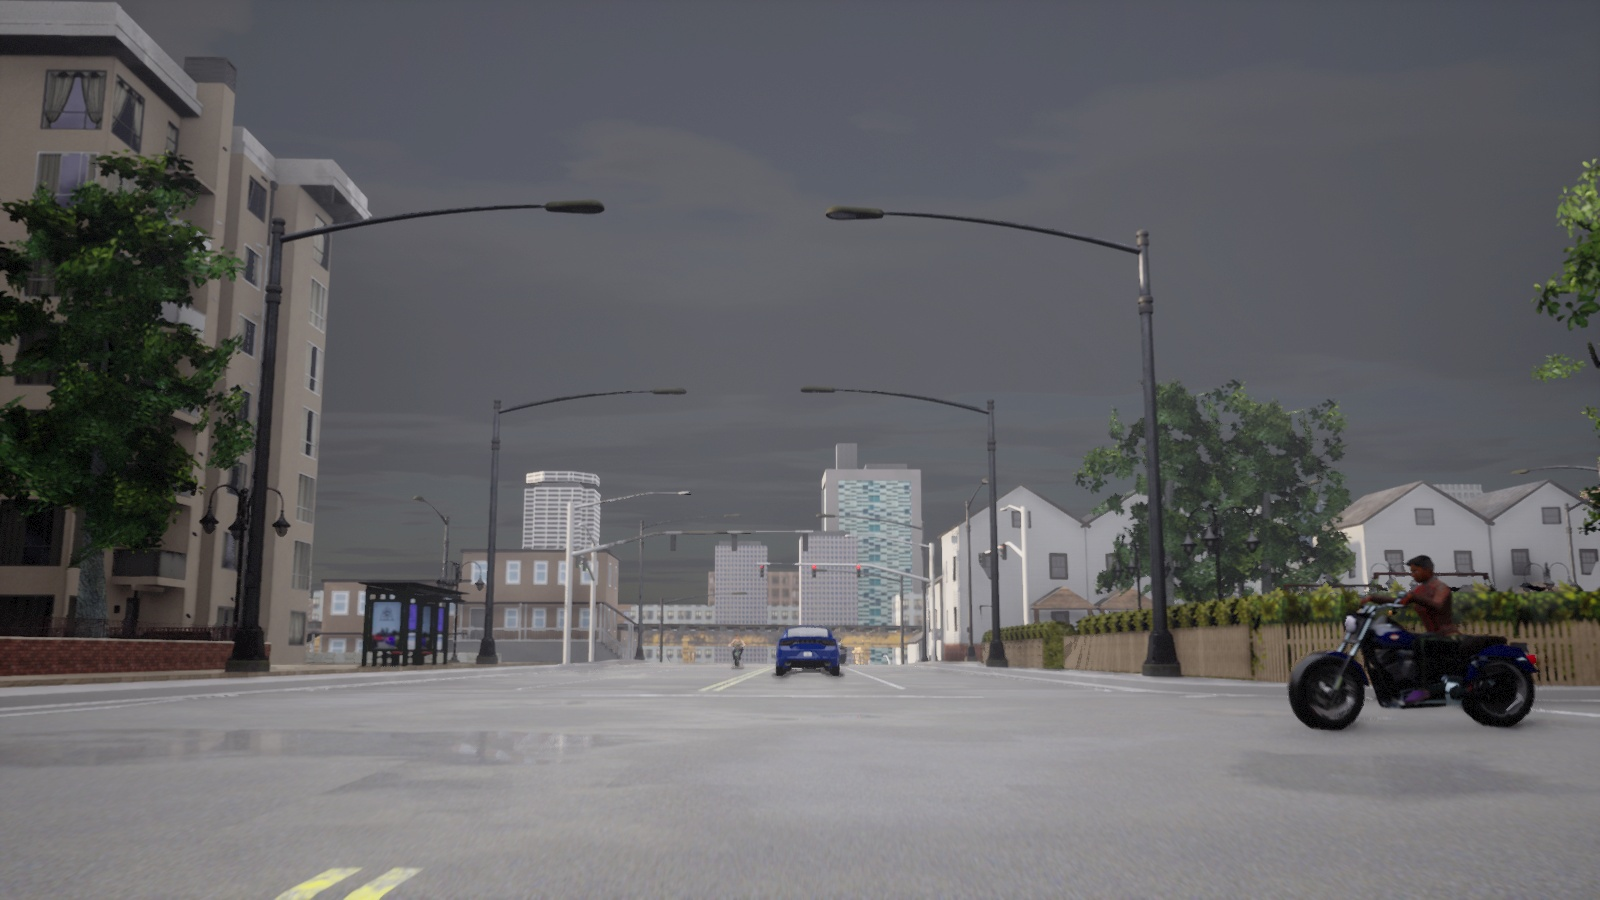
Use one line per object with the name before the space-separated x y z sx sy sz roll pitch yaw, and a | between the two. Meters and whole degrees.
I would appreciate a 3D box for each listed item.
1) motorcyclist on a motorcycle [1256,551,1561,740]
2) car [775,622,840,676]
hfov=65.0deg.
motorcyclist on a motorcycle | 5.605 1.802 11.675 2.350 1.649 0.766 0 -9 -3
car | 0.231 6.171 38.794 1.882 1.535 5.008 0 -9 0
